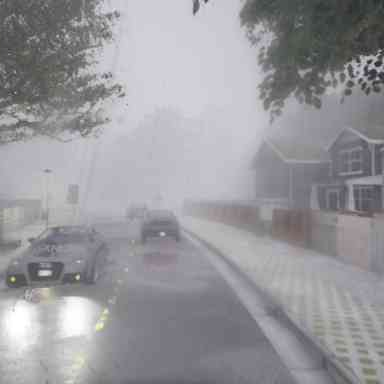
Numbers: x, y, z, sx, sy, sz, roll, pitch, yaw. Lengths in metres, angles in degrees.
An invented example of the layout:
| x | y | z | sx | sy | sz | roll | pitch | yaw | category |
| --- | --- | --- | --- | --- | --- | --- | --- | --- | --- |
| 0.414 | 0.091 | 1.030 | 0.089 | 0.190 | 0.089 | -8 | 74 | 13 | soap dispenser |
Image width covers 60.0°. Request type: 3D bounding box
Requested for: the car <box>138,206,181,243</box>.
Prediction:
| x | y | z | sx | sy | sz | roll | pitch | yaw | category |
| --- | --- | --- | --- | --- | --- | --- | --- | --- | --- |
| -1.721 | 1.689 | 17.370 | 1.837 | 1.490 | 4.892 | 0 | -1 | -10 | car |

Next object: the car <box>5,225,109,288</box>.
| x | y | z | sx | sy | sz | roll | pitch | yaw | category |
| --- | --- | --- | --- | --- | --- | --- | --- | --- | --- |
| -3.563 | 1.669 | 9.525 | 1.994 | 1.385 | 4.181 | 0 | -1 | -7 | car |

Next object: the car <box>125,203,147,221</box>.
| x | y | z | sx | sy | sz | roll | pitch | yaw | category |
| --- | --- | --- | --- | --- | --- | --- | --- | --- | --- |
| -5.082 | 1.805 | 30.993 | 2.128 | 1.511 | 4.902 | 0 | -1 | -17 | car |
